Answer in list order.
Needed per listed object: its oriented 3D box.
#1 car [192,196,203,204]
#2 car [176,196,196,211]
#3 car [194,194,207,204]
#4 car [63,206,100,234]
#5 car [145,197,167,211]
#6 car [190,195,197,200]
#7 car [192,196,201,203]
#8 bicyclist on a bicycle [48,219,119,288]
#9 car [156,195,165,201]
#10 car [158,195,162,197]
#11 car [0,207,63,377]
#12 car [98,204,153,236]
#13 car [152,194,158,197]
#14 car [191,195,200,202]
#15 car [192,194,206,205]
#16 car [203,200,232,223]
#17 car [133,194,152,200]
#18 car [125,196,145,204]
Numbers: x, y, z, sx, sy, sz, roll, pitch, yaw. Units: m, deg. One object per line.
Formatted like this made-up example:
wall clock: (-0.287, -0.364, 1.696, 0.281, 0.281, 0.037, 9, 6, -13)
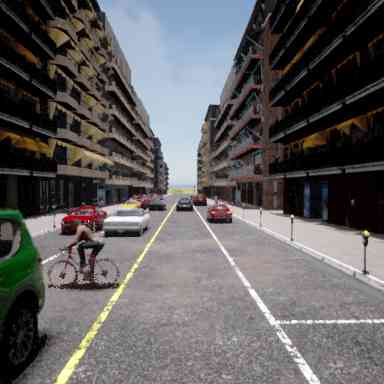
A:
car: (1.051, 1.508, 64.957, 1.947, 1.339, 4.313, -1, 0, -1)
car: (-0.861, 1.535, 39.810, 1.994, 1.385, 4.181, 0, 0, -1)
car: (1.332, 1.272, 53.630, 2.192, 1.841, 5.009, -1, 0, -1)
car: (-6.149, 1.533, 19.385, 1.887, 1.381, 4.507, -1, 0, -1)
car: (-4.049, 1.572, 39.367, 1.895, 1.301, 4.718, 0, 0, -1)
car: (0.372, 1.462, 93.271, 1.947, 1.339, 4.313, -1, 0, -1)
car: (0.908, 1.479, 70.620, 1.887, 1.381, 4.507, -1, 0, -1)
bicyclist on a bicycle: (-2.537, 1.451, 7.748, 1.656, 1.620, 0.582, -2, 0, -1)
car: (-7.720, 1.481, 81.677, 1.947, 1.339, 4.313, -1, 0, -1)
car: (-7.153, 1.265, 59.023, 2.192, 1.841, 5.009, -1, 0, -1)
car: (-3.127, 1.218, 2.597, 2.150, 2.045, 5.566, 0, 0, -2)
car: (-3.517, 1.590, 18.467, 1.895, 1.301, 4.718, 0, 0, -1)
car: (-7.007, 1.501, 53.362, 1.887, 1.381, 4.507, -1, 0, -1)
car: (0.771, 1.491, 76.282, 1.947, 1.339, 4.313, -1, 0, -1)
car: (1.190, 1.265, 59.294, 2.192, 1.841, 5.009, -1, 0, -1)
car: (2.051, 1.565, 25.319, 1.802, 1.307, 4.206, -1, 0, -1)
car: (-6.725, 1.284, 42.035, 2.192, 1.841, 5.009, -1, 0, -1)
car: (-6.575, 1.499, 36.202, 1.752, 1.417, 4.829, -1, 0, -1)
